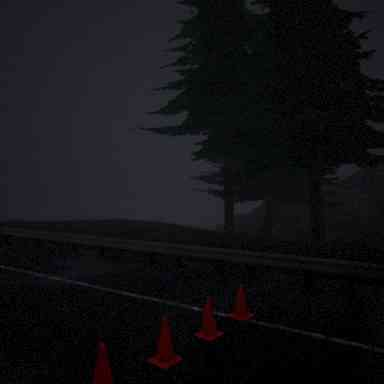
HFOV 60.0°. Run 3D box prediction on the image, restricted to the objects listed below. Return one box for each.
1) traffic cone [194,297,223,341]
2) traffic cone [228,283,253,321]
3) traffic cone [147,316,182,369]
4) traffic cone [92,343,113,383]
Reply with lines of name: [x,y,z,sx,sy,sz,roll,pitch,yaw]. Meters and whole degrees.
traffic cone: [0.255,1.948,5.219,0.340,0.580,0.340,0,0,38]
traffic cone: [0.875,1.944,6.003,0.340,0.580,0.340,0,0,38]
traffic cone: [-0.365,1.953,4.434,0.340,0.580,0.340,0,0,38]
traffic cone: [-0.985,1.957,3.649,0.340,0.580,0.340,0,0,38]
